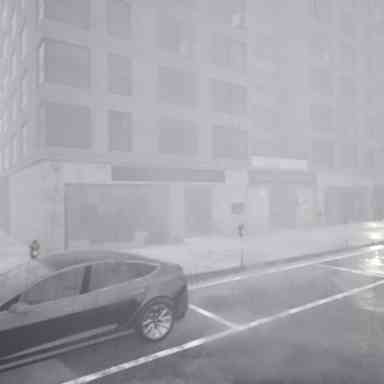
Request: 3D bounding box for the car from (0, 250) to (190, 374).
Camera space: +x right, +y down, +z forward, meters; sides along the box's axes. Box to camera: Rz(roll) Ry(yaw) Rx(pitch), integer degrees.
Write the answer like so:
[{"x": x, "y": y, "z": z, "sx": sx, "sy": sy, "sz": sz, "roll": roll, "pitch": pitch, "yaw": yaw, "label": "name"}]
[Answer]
[{"x": -2.040, "y": 1.652, "z": 5.043, "sx": 4.313, "sy": 1.339, "sz": 1.947, "roll": 0, "pitch": -1, "yaw": -35, "label": "car"}]
